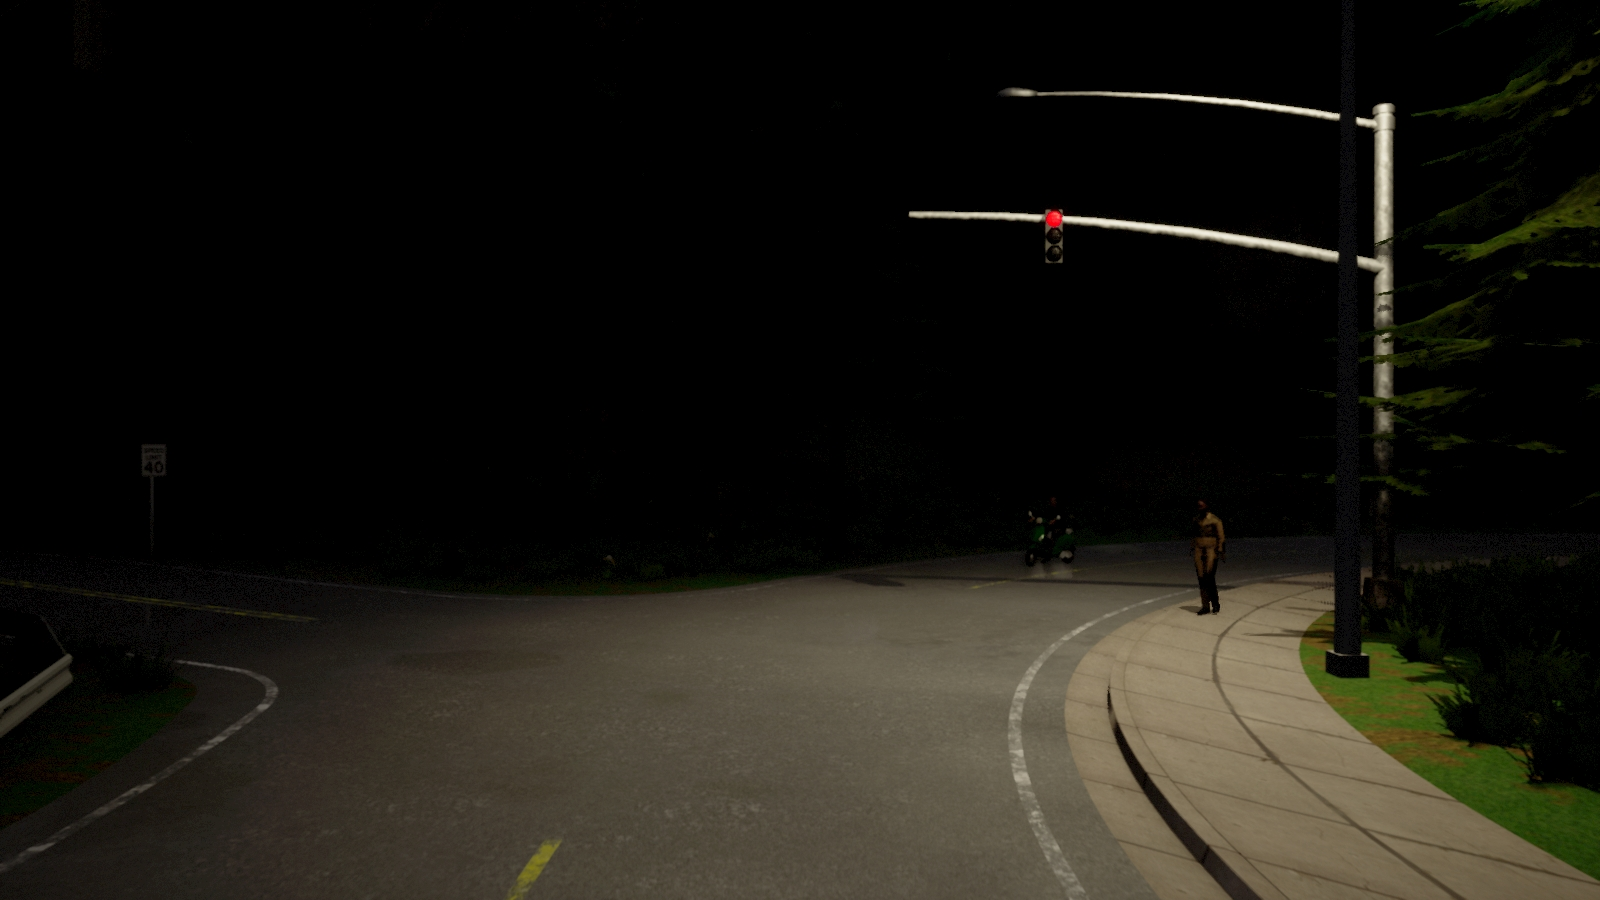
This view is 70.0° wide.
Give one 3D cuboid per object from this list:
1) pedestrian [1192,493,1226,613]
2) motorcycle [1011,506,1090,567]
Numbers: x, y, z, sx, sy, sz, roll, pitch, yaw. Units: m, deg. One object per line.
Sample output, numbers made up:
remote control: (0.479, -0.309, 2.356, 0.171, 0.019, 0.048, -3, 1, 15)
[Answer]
pedestrian: (6.463, 1.613, 18.056, 0.375, 1.860, 0.375, 0, 0, -44)
motorcycle: (5.935, 2.030, 27.056, 1.805, 1.316, 0.856, 0, 0, -37)
